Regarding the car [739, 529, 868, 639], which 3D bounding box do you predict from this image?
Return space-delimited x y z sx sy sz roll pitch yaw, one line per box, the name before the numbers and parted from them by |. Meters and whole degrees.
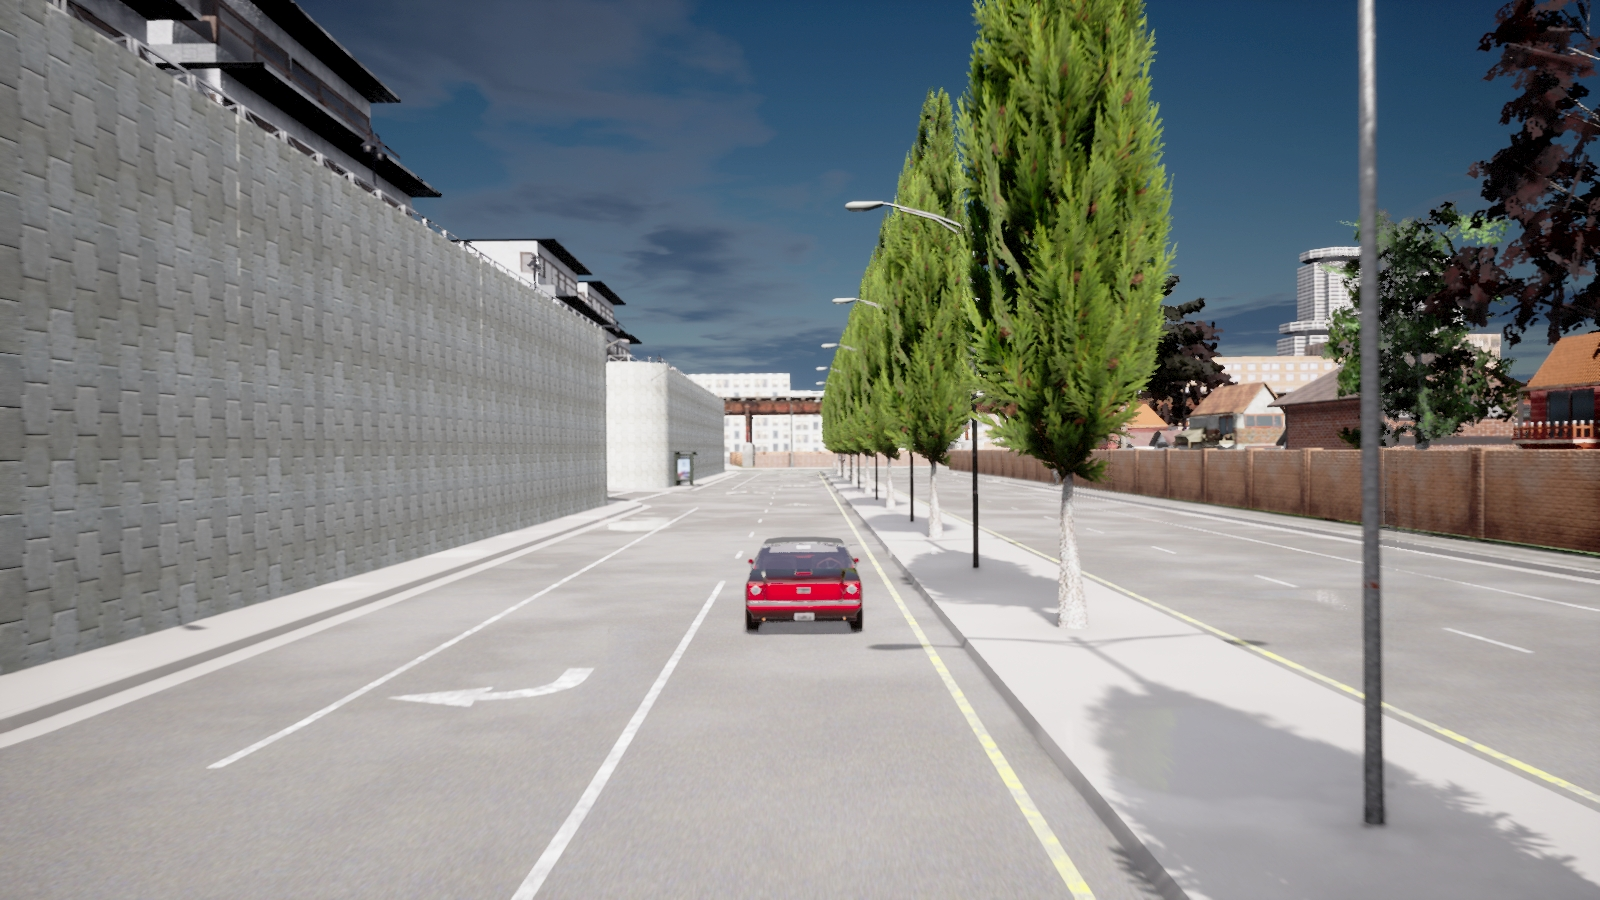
car | 0.064 2.150 19.310 1.895 1.301 4.718 -1 0 0
